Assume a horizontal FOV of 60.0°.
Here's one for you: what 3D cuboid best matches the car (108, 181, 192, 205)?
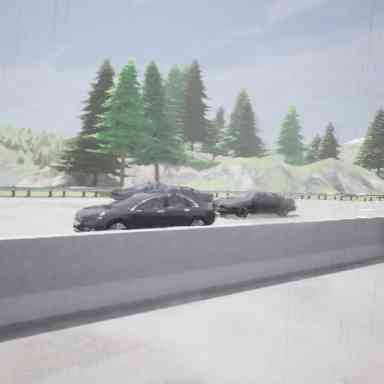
[{"bbox_3d":[-2.829,0.053,22.933,5.357,1.411,2.033,1,4,-33],"label":"car"}]

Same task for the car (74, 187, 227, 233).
[{"bbox_3d":[-1.434,0.750,11.316,4.892,1.490,1.837,1,4,-33],"label":"car"}]

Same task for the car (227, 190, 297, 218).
[{"bbox_3d":[3.568,0.628,18.764,5.357,1.411,2.033,1,4,-33],"label":"car"}]

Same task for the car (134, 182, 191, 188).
[{"bbox_3d":[-1.109,0.318,19.895,5.357,1.411,2.033,1,4,-33],"label":"car"}]
